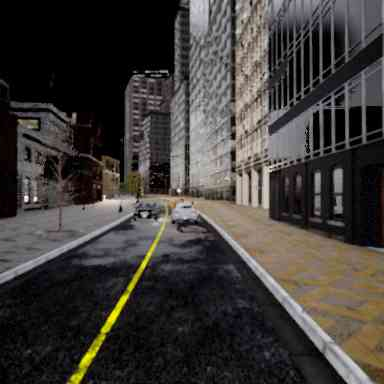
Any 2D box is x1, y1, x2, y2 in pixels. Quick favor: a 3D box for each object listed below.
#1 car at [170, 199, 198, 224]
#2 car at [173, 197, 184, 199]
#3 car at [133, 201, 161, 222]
[{"bbox_3d":[-0.572,1.491,24.439,1.812,1.442,4.674,0,0,-3],"label":"car"},{"bbox_3d":[-1.666,1.409,41.142,1.882,1.535,5.008,0,0,-4],"label":"car"},{"bbox_3d":[-3.488,1.454,26.245,2.128,1.511,4.902,0,0,-2],"label":"car"}]
